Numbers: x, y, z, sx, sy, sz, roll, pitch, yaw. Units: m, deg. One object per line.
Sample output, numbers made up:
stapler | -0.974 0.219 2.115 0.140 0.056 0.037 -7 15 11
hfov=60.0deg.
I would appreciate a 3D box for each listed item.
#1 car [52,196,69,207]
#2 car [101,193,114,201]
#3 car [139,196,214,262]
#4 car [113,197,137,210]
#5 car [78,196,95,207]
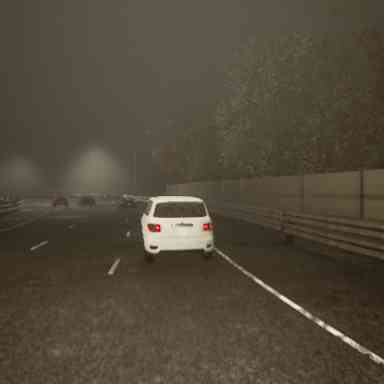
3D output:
car | -18.707 1.288 47.165 1.882 1.535 5.008 0 0 -27
car | -18.077 1.039 71.289 2.097 1.767 4.553 0 0 -1
car | -0.717 1.162 12.190 2.150 2.045 5.566 0 1 -9
car | -7.915 1.380 40.078 1.994 1.385 4.181 0 0 -21
car | -15.297 1.273 48.202 1.882 1.535 5.008 0 0 -26
